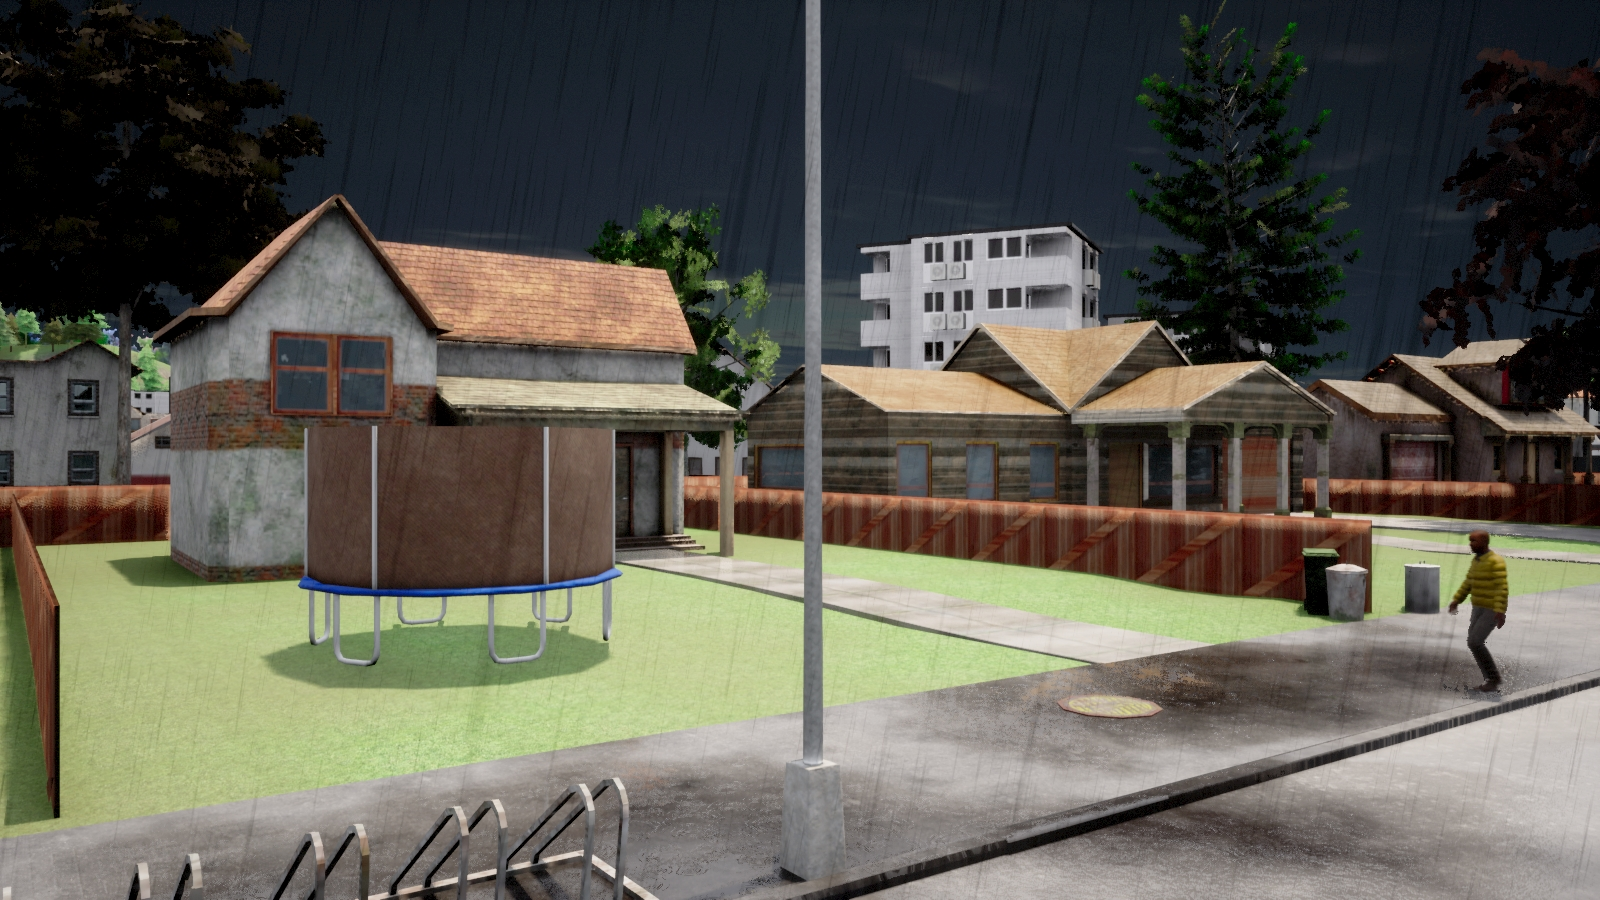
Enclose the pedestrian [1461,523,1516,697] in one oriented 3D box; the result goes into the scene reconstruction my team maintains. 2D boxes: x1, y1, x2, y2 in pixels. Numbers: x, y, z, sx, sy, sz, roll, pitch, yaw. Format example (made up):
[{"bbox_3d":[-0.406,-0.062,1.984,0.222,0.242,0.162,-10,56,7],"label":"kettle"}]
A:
[{"bbox_3d":[7.585,1.746,12.589,0.375,1.860,0.375,0,0,-1],"label":"pedestrian"}]
